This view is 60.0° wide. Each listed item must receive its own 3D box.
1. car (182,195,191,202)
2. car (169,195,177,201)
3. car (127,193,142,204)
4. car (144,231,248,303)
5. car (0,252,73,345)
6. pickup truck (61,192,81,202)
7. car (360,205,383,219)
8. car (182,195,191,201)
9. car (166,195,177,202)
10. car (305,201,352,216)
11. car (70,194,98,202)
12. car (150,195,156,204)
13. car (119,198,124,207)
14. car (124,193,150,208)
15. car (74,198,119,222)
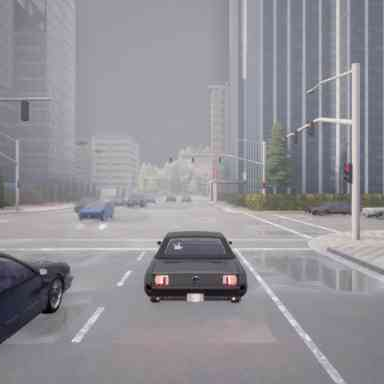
[{"bbox_3d":[-1.231,1.553,75.009,1.994,1.385,4.181,0,0,-1],"label":"car"},{"bbox_3d":[-4.888,1.524,84.716,1.812,1.442,4.674,0,0,-1],"label":"car"},{"bbox_3d":[-11.625,1.224,67.567,2.150,2.045,5.566,0,0,-1],"label":"car"},{"bbox_3d":[0.066,1.601,8.164,1.895,1.301,4.718,0,0,0],"label":"car"},{"bbox_3d":[-3.436,1.547,4.568,2.033,1.411,5.357,0,0,0],"label":"car"},{"bbox_3d":[-24.771,1.058,69.220,2.390,2.098,6.274,0,0,30],"label":"pickup truck"},{"bbox_3d":[16.937,1.601,28.066,4.718,1.301,1.895,0,0,0],"label":"car"},{"bbox_3d":[-1.389,1.540,84.784,2.033,1.411,5.357,0,0,-1],"label":"car"},{"bbox_3d":[-4.721,1.500,74.548,1.837,1.490,4.892,0,0,-1],"label":"car"},{"bbox_3d":[13.582,1.547,31.573,5.357,1.411,2.033,0,0,-3],"label":"car"},{"bbox_3d":[-11.189,1.351,36.148,2.097,1.767,4.553,0,0,-1],"label":"car"},{"bbox_3d":[-8.111,1.351,63.447,2.097,1.767,4.553,0,0,0],"label":"car"},{"bbox_3d":[-11.468,1.564,51.781,1.994,1.385,4.181,0,0,-1],"label":"car"},{"bbox_3d":[-7.924,1.216,48.170,2.150,2.045,5.566,0,1,-1],"label":"car"},{"bbox_3d":[-7.455,1.477,26.365,1.882,1.535,5.008,0,0,-1],"label":"car"}]
